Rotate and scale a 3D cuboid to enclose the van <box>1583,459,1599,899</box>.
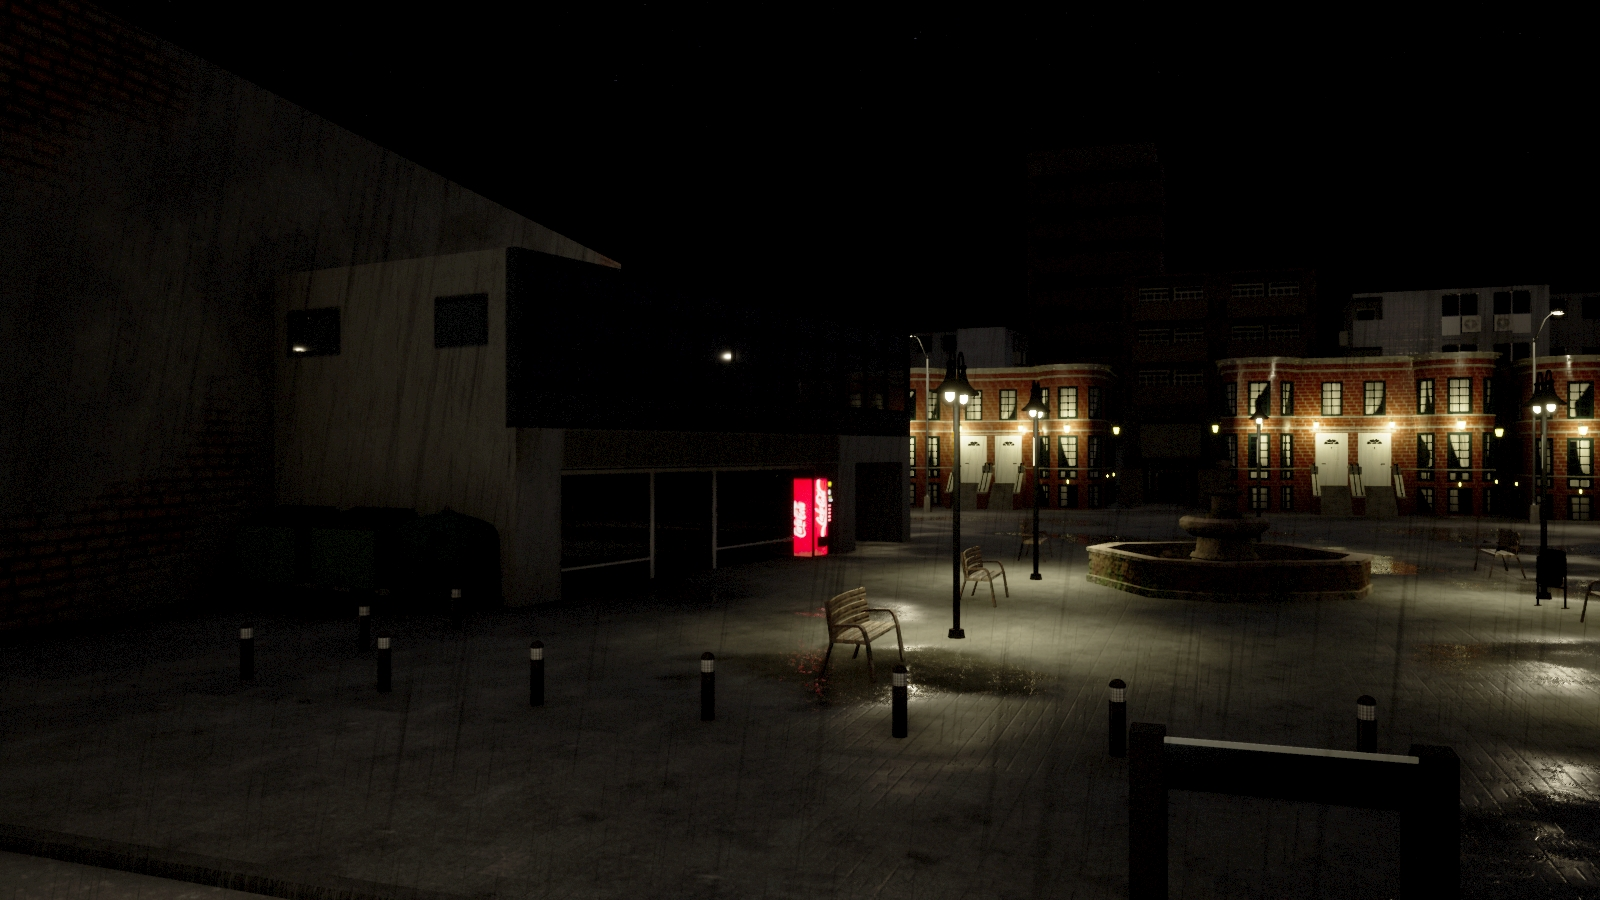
[{"bbox_3d":[5.133,1.315,1.981,5.915,2.561,1.988,0,0,20],"label":"van"}]
